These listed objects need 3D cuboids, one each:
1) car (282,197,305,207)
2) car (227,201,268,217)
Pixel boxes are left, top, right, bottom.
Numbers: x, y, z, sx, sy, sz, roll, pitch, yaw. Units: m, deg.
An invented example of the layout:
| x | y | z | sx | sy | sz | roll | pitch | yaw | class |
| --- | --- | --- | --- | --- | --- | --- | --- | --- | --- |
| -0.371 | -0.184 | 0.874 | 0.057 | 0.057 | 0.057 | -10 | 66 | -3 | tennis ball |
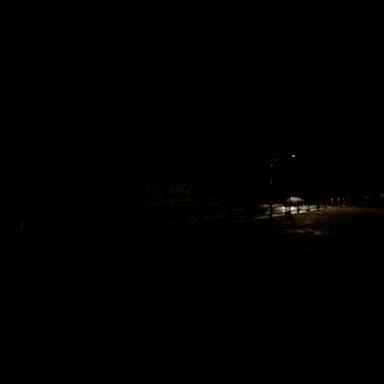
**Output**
| x | y | z | sx | sy | sz | roll | pitch | yaw | class |
| --- | --- | --- | --- | --- | --- | --- | --- | --- | --- |
| 15.164 | 1.471 | 49.269 | 2.033 | 1.411 | 5.357 | 2 | 1 | 36 | car |
| 5.240 | 1.555 | 30.969 | 2.033 | 1.411 | 5.357 | 2 | 1 | 36 | car |
